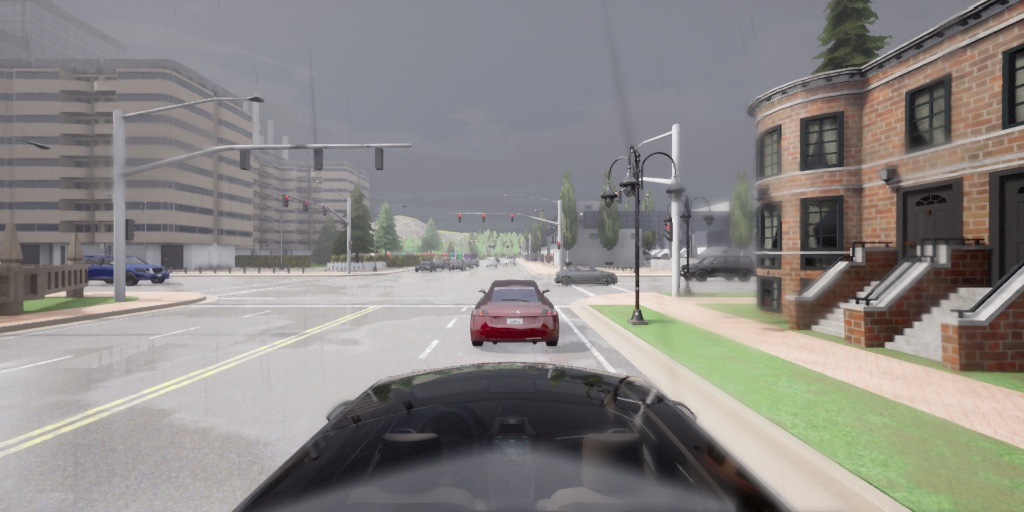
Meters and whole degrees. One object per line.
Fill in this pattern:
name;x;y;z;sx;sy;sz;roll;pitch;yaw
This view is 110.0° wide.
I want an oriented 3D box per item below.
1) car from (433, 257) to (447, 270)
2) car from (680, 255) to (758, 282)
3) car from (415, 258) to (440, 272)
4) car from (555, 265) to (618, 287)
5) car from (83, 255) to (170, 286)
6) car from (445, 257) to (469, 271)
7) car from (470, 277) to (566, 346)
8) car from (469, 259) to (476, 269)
car;-10.802;1.248;53.716;1.837;1.490;4.892;0;0;0
car;16.083;0.968;28.096;5.566;2.045;2.150;0;0;-1
car;-10.770;1.308;45.062;1.994;1.385;4.181;0;0;0
car;4.967;1.311;24.272;4.181;1.385;1.994;0;0;0
car;-26.938;0.968;24.569;5.566;2.045;2.150;0;0;0
car;-7.276;1.249;48.116;1.837;1.490;4.892;0;0;0
car;0.055;1.313;9.385;1.994;1.385;4.181;0;0;0
car;-7.309;1.247;57.479;1.837;1.490;4.892;0;0;0
